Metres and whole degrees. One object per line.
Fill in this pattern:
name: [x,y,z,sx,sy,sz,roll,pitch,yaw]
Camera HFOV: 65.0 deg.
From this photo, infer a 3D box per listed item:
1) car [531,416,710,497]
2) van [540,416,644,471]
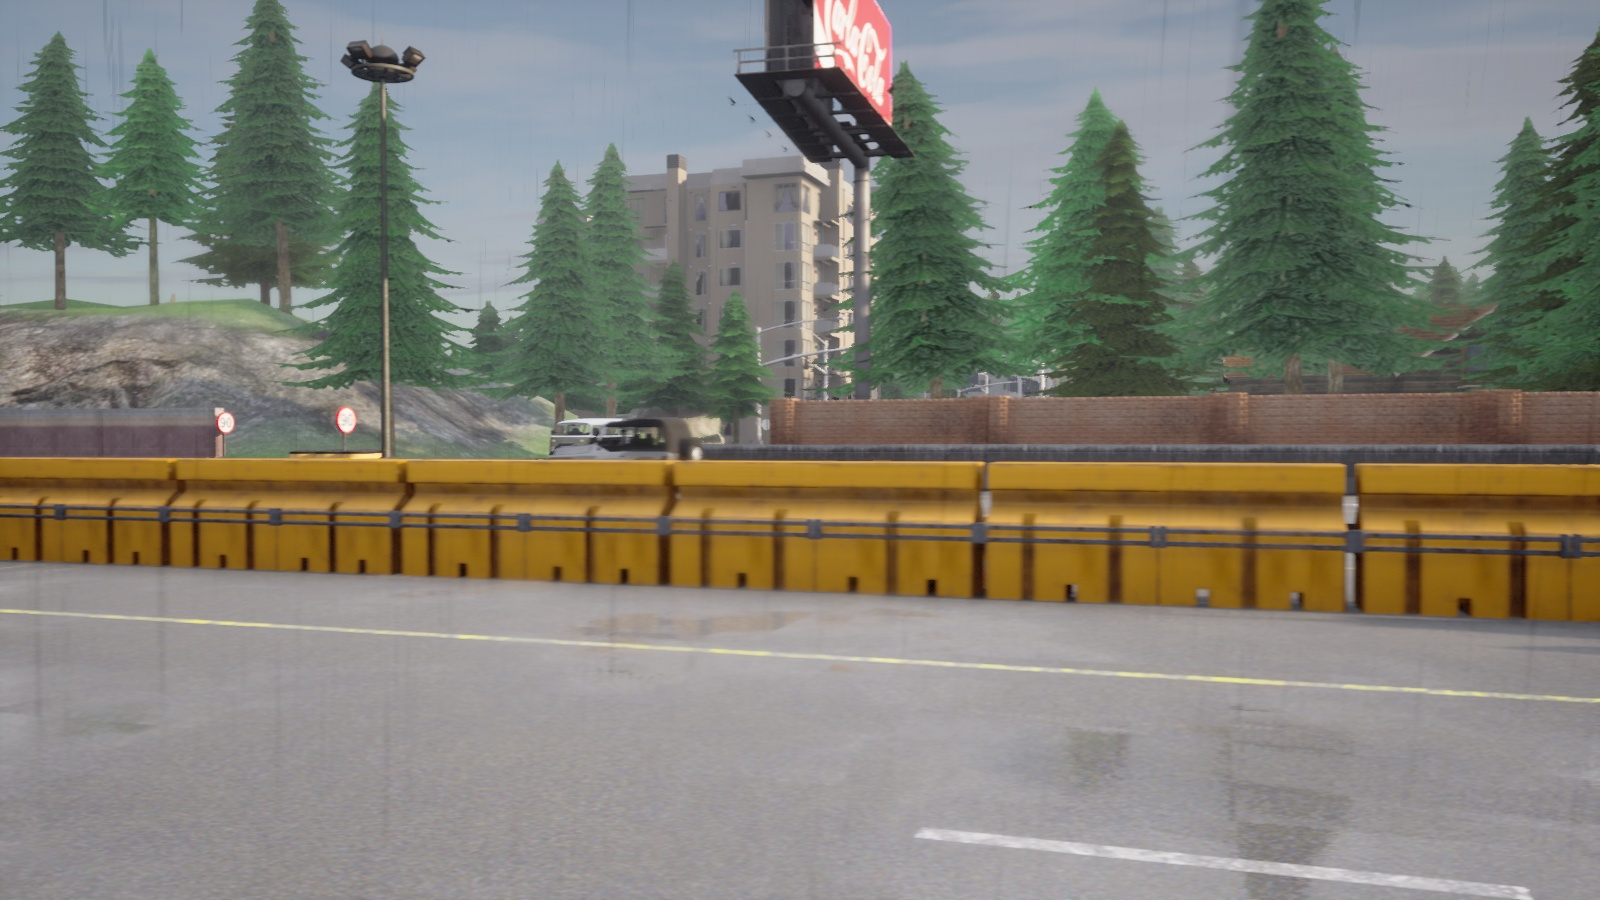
car: [-4.343,0.117,30.515,3.866,1.878,1.905,1,1,19]
van: [-7.996,-0.281,48.774,2.069,2.038,4.480,1,1,19]
